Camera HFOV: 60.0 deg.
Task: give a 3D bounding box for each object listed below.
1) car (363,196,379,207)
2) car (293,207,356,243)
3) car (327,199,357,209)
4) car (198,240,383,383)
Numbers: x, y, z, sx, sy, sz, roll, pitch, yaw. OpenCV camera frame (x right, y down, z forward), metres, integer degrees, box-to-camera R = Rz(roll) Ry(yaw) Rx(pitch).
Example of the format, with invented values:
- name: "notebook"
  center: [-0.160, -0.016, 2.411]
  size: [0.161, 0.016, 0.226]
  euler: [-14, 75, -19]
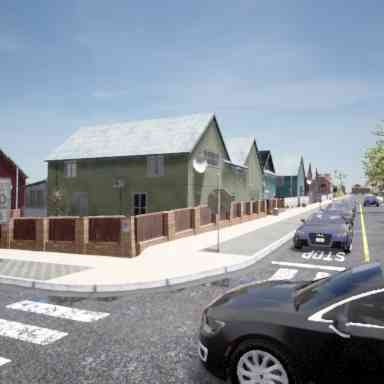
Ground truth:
- name: "car"
  center: [28.094, 1.361, 52.206]
  size: [2.097, 1.767, 4.553]
  euler: [0, 0, 27]
- name: "car"
  center: [5.579, 1.568, 13.881]
  size: [1.994, 1.385, 4.181]
  euler: [0, 0, 27]
- name: "car"
  center: [9.711, 1.498, 22.079]
  size: [2.128, 1.511, 4.902]
  euler: [0, 0, 27]
- name: "car"
  center: [2.435, 1.506, 3.563]
  size: [4.892, 1.490, 1.837]
  euler: [0, 0, 26]
